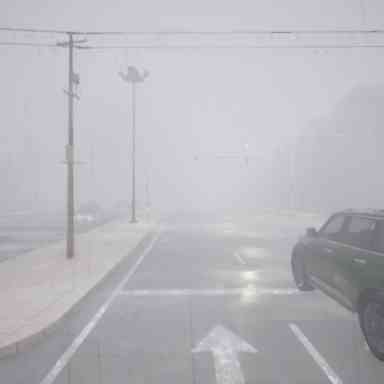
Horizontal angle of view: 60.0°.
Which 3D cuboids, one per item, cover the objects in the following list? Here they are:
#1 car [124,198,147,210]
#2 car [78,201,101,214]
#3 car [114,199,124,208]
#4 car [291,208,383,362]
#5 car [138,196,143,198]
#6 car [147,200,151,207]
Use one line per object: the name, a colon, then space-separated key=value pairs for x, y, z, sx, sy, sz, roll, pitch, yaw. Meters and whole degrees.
car: x=-9.326 y=2.140 z=54.929 sx=2.033 sy=1.411 sz=5.357 roll=0 pitch=-1 yaw=1
car: x=-12.572 y=1.936 z=41.206 sx=2.128 sy=1.511 sz=4.902 roll=0 pitch=-1 yaw=-1
car: x=-12.801 y=2.128 z=60.368 sx=1.882 sy=1.535 sz=5.008 roll=0 pitch=-1 yaw=0
car: x=3.575 y=1.290 z=6.092 sx=2.150 sy=2.045 sz=5.566 roll=0 pitch=0 yaw=0
car: x=-12.781 y=1.875 z=80.599 sx=2.097 sy=1.767 sz=4.553 roll=0 pitch=-1 yaw=0
car: x=-9.288 y=2.316 z=66.469 sx=1.895 sy=1.301 sz=4.718 roll=0 pitch=-1 yaw=0
